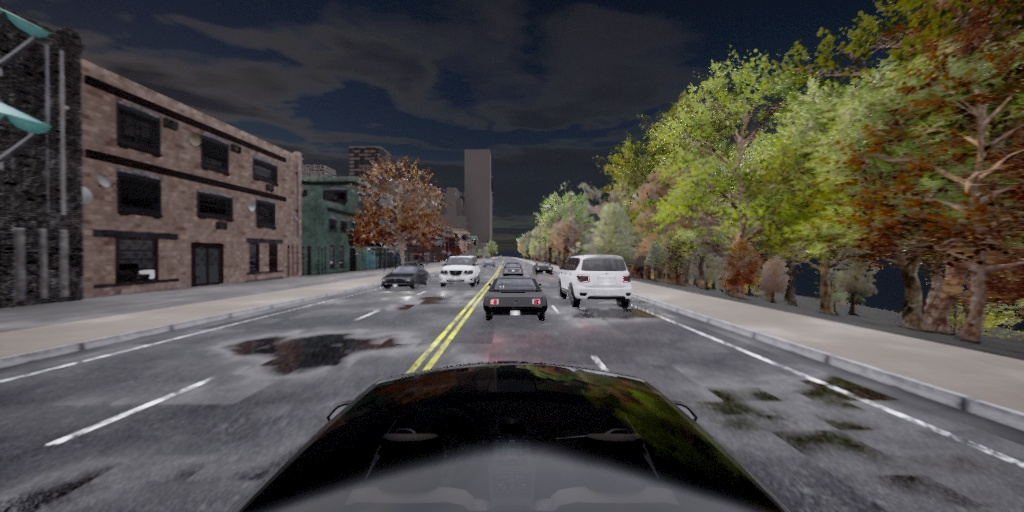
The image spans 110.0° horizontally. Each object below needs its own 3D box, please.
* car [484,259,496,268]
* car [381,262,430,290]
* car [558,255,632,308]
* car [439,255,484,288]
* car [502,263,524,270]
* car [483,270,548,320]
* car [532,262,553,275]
[{"bbox_3d":[-3.716,1.278,59.311,1.812,1.442,4.674,0,0,0],"label":"car"},{"bbox_3d":[-6.600,1.294,22.914,2.033,1.411,5.357,0,0,0],"label":"car"},{"bbox_3d":[3.349,0.969,15.379,2.150,2.045,5.566,0,0,0],"label":"car"},{"bbox_3d":[-3.352,0.968,24.016,2.150,2.045,5.566,0,0,0],"label":"car"},{"bbox_3d":[0.080,1.293,32.613,2.033,1.411,5.357,0,0,0],"label":"car"},{"bbox_3d":[0.100,1.349,12.550,1.895,1.301,4.718,0,0,0],"label":"car"},{"bbox_3d":[3.263,1.345,38.965,1.895,1.301,4.718,0,0,-1],"label":"car"}]
